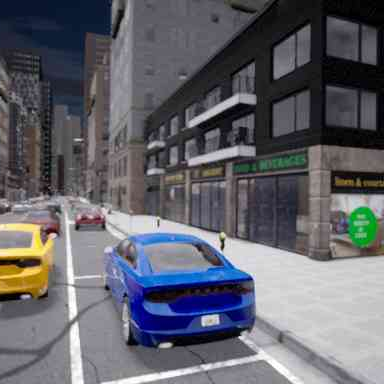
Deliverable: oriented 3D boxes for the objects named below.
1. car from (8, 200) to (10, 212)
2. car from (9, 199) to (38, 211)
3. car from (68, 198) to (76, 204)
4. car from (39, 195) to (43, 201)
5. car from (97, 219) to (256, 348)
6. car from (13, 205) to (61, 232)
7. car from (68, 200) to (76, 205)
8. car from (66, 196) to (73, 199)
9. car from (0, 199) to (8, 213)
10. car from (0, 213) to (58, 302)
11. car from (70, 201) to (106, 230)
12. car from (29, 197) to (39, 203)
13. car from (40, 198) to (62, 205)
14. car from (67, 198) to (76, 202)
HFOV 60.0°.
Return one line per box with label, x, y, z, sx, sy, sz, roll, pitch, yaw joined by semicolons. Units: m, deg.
car;-22.739;1.597;39.817;1.967;1.590;4.097;1;-1;-21
car;-19.406;1.786;38.480;1.895;1.301;4.718;1;-1;-20
car;-29.980;2.117;82.729;1.752;1.417;4.829;1;-1;-21
car;-39.808;2.048;84.592;2.008;1.369;4.403;1;-1;-21
car;-0.640;1.548;6.689;1.882;1.535;5.008;1;-1;-21
car;-8.512;1.667;18.758;1.994;1.385;4.181;1;-1;-21
car;-10.848;1.778;32.584;2.008;1.369;4.403;1;-1;-21
car;-27.995;1.989;77.515;1.967;1.590;4.097;1;-1;-21
car;-20.776;1.706;34.677;1.802;1.307;4.206;1;-1;-21
car;-4.483;1.516;8.229;1.882;1.535;5.008;1;-1;-21
car;-6.916;1.603;22.308;1.967;1.590;4.097;1;-1;-21
car;-35.963;1.994;74.482;1.802;1.307;4.206;1;-1;-21
car;-15.663;1.743;37.193;1.812;1.442;4.674;1;-1;-21
car;-14.778;1.859;42.860;1.947;1.339;4.313;1;-1;-21
